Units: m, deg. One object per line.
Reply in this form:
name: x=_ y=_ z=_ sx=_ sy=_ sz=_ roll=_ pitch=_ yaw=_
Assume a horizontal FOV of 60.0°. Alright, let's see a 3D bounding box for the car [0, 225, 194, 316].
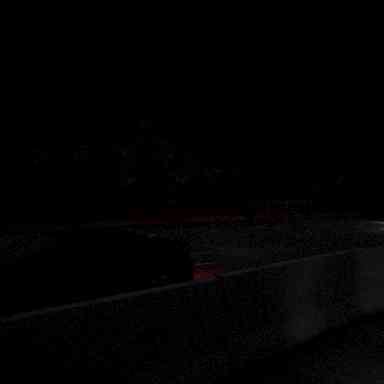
car: x=-2.313 y=1.458 z=6.407 sx=5.008 sy=1.535 sz=1.882 roll=0 pitch=0 yaw=-34
